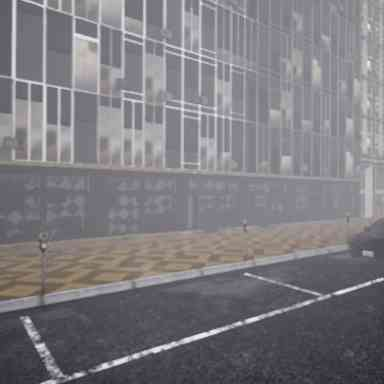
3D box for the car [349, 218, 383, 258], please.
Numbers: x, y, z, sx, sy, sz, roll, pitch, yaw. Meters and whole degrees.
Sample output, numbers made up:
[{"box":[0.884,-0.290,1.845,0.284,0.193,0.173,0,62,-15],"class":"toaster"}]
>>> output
[{"box":[7.356,1.584,11.801,4.313,1.339,1.947,0,0,-35],"class":"car"}]
